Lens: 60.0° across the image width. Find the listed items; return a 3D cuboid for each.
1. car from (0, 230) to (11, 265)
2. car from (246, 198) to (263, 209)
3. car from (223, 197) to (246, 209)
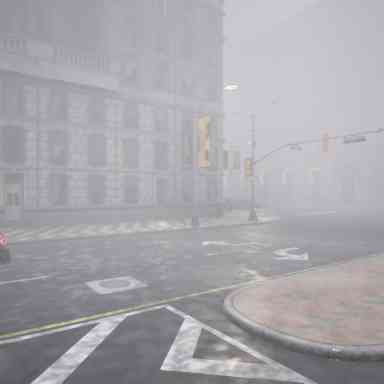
[{"bbox_3d":[-7.329,1.352,8.599,4.553,1.767,2.097,0,0,-35],"label":"car"},{"bbox_3d":[7.371,1.547,46.347,2.033,1.411,5.357,0,0,-36],"label":"car"},{"bbox_3d":[4.497,1.505,44.358,1.837,1.490,4.892,0,0,-36],"label":"car"}]
